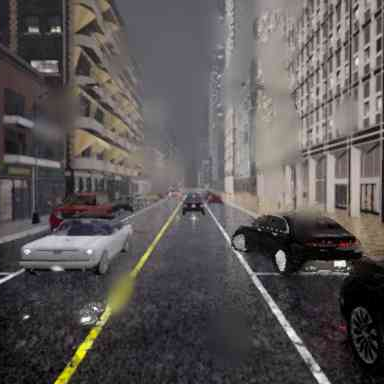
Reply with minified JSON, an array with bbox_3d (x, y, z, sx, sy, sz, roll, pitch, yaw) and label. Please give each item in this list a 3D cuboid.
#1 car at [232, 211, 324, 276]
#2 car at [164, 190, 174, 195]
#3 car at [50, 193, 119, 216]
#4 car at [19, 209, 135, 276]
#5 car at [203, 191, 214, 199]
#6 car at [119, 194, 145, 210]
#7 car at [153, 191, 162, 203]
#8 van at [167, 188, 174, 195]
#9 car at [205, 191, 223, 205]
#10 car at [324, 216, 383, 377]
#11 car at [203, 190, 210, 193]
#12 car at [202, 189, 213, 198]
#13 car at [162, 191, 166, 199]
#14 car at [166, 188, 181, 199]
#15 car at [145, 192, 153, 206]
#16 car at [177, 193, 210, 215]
[{"bbox_3d":[2.804,1.316,9.864,1.837,1.490,4.892,0,1,-13],"label":"car"},{"bbox_3d":[-5.505,0.094,79.712,1.947,1.339,4.313,0,1,0],"label":"car"},{"bbox_3d":[-5.649,0.980,17.583,2.192,1.841,5.009,0,1,0],"label":"car"},{"bbox_3d":[-3.076,1.412,9.823,1.895,1.301,4.718,0,1,0],"label":"car"},{"bbox_3d":[2.823,0.518,57.102,1.802,1.307,4.206,0,1,0],"label":"car"},{"bbox_3d":[-5.622,1.019,28.883,1.947,1.339,4.313,0,1,0],"label":"car"},{"bbox_3d":[-5.583,0.669,45.655,1.752,1.417,4.829,0,1,0],"label":"car"},{"bbox_3d":[-5.491,-0.233,85.356,1.690,1.788,3.998,0,1,0],"label":"van"},{"bbox_3d":[2.784,0.826,40.159,1.802,1.307,4.206,0,1,0],"label":"car"},{"bbox_3d":[3.112,1.183,2.260,2.150,2.045,5.566,0,1,0],"label":"car"},{"bbox_3d":[2.811,0.604,51.453,1.947,1.339,4.313,0,1,0],"label":"car"},{"bbox_3d":[2.837,0.274,62.746,1.967,1.590,4.097,0,1,0],"label":"car"},{"bbox_3d":[-5.557,0.480,57.121,1.887,1.381,4.507,0,1,0],"label":"car"},{"bbox_3d":[-2.867,0.284,57.237,2.097,1.767,4.553,0,1,0],"label":"car"},{"bbox_3d":[-5.609,0.899,34.530,2.008,1.369,4.403,0,1,0],"label":"car"},{"bbox_3d":[0.141,1.031,27.270,2.033,1.411,5.357,0,1,0],"label":"car"}]
